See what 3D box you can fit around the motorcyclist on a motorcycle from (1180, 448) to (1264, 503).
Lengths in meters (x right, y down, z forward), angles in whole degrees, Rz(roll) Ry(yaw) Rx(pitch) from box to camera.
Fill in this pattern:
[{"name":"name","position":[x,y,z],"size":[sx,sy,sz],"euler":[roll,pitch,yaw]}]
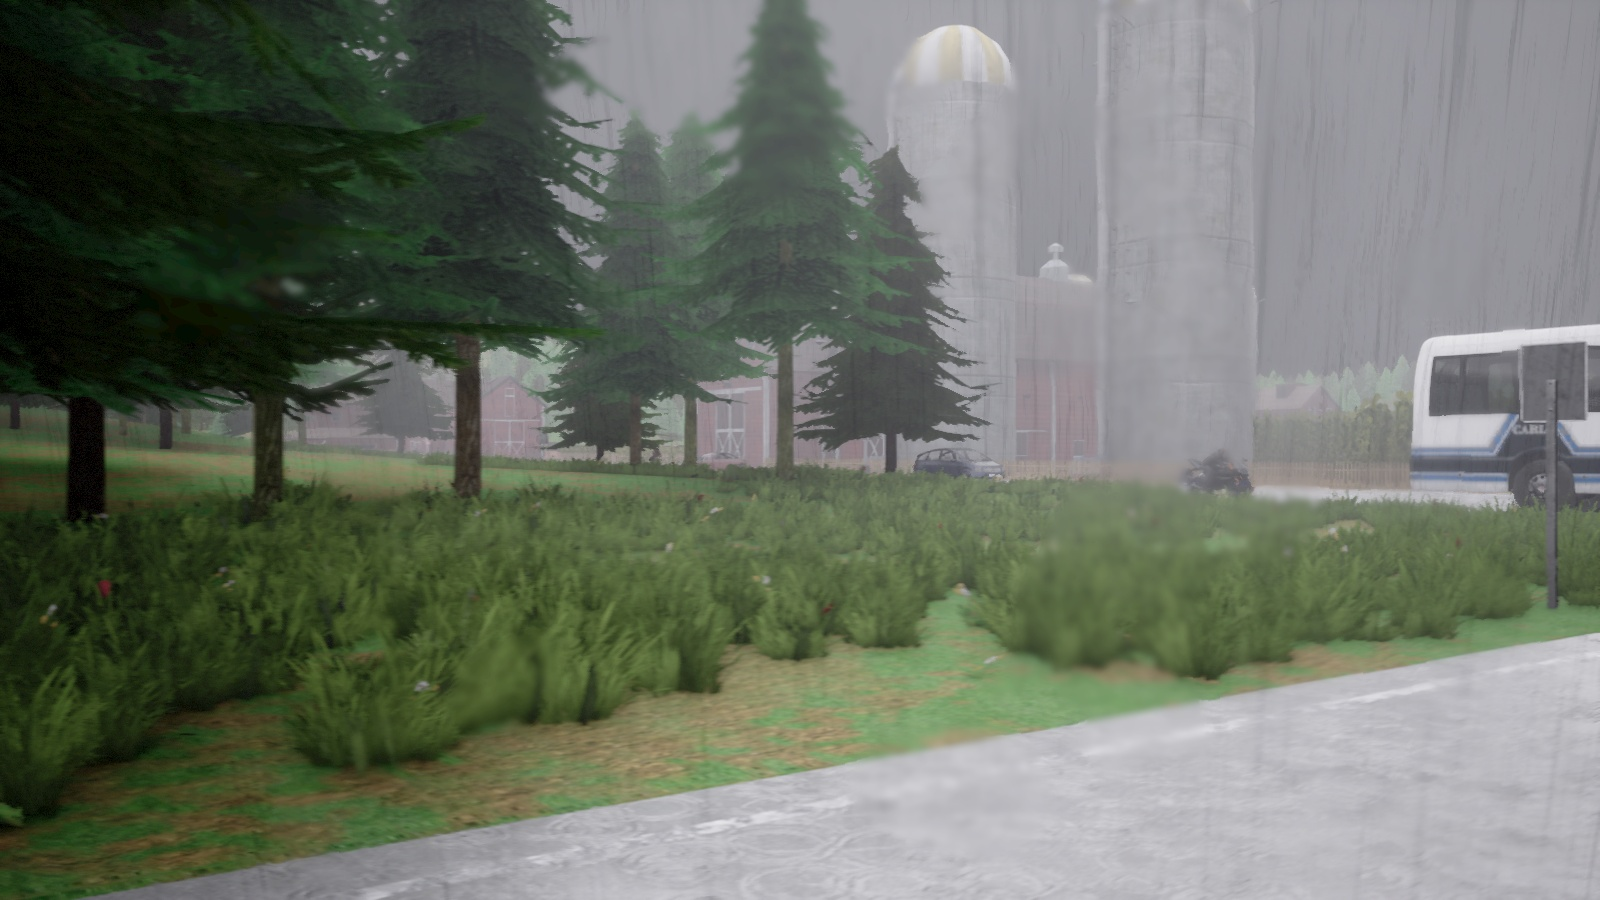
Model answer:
[{"name":"motorcyclist on a motorcycle","position":[12.083,0.703,36.005],"size":[0.866,1.530,2.191],"euler":[0,0,-34]}]

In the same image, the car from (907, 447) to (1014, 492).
[{"name":"car","position":[5.746,0.682,45.296],"size":[1.789,1.549,3.705],"euler":[0,0,-34]}]

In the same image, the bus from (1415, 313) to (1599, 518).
[{"name":"bus","position":[19.009,-0.739,26.295],"size":[3.944,4.253,10.273],"euler":[0,0,-39]}]
